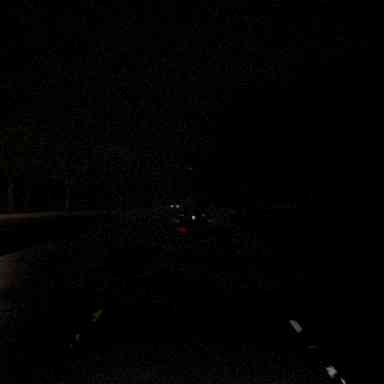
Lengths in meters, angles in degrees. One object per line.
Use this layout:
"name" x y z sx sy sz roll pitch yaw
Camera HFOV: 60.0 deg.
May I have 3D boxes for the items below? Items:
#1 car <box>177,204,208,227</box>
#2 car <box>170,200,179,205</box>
"car" 0.104 1.664 23.959 1.994 1.385 4.181 0 0 0
"car" -4.536 2.797 87.850 1.837 1.490 4.892 0 -2 -1
